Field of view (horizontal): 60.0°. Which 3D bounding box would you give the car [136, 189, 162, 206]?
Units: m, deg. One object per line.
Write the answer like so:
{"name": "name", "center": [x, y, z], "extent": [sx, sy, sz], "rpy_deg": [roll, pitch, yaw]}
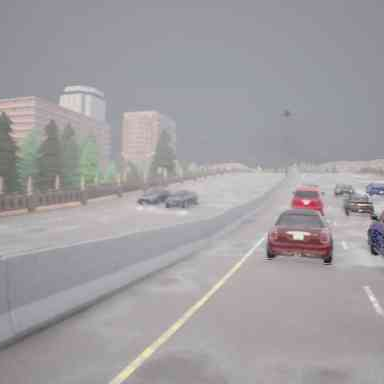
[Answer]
{"name": "car", "center": [-3.454, 0.407, 32.817], "extent": [2.033, 1.411, 5.357], "rpy_deg": [1, 6, 21]}

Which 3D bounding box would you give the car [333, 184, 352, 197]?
{"name": "car", "center": [16.750, -0.260, 36.859], "extent": [1.895, 1.301, 4.718], "rpy_deg": [1, 6, 21]}

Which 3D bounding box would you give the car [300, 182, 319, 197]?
{"name": "car", "center": [13.459, -0.332, 38.048], "extent": [1.895, 1.301, 4.718], "rpy_deg": [1, 6, 21]}

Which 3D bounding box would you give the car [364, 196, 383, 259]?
{"name": "car", "center": [7.044, 1.385, 10.386], "extent": [2.150, 2.045, 5.566], "rpy_deg": [1, 2, 20]}

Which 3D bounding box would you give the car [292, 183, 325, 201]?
{"name": "car", "center": [8.731, 0.627, 25.165], "extent": [2.150, 2.045, 5.566], "rpy_deg": [1, 5, 21]}

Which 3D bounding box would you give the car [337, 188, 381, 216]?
{"name": "car", "center": [12.471, 0.866, 25.178], "extent": [2.128, 1.511, 4.902], "rpy_deg": [1, 5, 21]}

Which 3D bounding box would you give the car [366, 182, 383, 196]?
{"name": "car", "center": [20.322, -0.393, 36.391], "extent": [1.882, 1.535, 5.008], "rpy_deg": [1, 7, 21]}

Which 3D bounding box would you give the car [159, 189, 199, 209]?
{"name": "car", "center": [-0.815, 0.600, 29.895], "extent": [1.837, 1.490, 4.892], "rpy_deg": [1, 5, 21]}

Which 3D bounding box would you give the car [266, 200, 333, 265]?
{"name": "car", "center": [4.141, 1.416, 12.621], "extent": [2.097, 1.767, 4.553], "rpy_deg": [1, 2, 20]}
